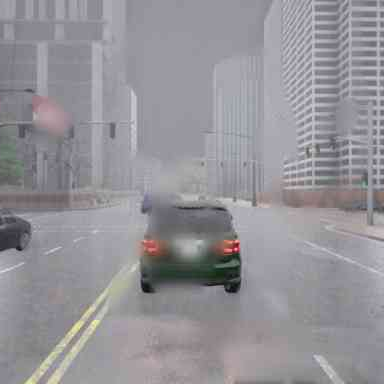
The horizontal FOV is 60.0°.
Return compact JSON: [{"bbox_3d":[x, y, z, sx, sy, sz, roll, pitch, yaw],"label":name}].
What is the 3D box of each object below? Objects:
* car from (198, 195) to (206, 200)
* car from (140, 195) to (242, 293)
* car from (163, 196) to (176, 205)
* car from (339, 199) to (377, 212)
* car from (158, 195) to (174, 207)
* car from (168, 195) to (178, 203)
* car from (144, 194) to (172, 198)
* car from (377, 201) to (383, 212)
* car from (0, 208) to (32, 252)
[{"bbox_3d":[2.731,1.500,90.601,1.837,1.490,4.892,0,0,0],"label":"car"},{"bbox_3d":[-0.021,1.221,8.991,2.150,2.045,5.566,0,0,0],"label":"car"},{"bbox_3d":[-4.086,1.547,61.872,2.033,1.411,5.357,0,0,0],"label":"car"},{"bbox_3d":[19.463,1.547,37.359,5.357,1.411,2.033,0,0,-1],"label":"car"},{"bbox_3d":[-4.030,1.352,52.249,2.097,1.767,4.553,0,0,0],"label":"car"},{"bbox_3d":[-4.110,1.500,72.176,1.837,1.490,4.892,0,0,0],"label":"car"},{"bbox_3d":[-1.842,1.222,29.861,5.566,2.045,2.150,0,0,-1],"label":"car"},{"bbox_3d":[22.132,1.478,33.894,5.008,1.535,1.882,0,0,-1],"label":"car"},{"bbox_3d":[-7.199,1.491,11.200,2.128,1.511,4.902,0,0,-1],"label":"car"}]
